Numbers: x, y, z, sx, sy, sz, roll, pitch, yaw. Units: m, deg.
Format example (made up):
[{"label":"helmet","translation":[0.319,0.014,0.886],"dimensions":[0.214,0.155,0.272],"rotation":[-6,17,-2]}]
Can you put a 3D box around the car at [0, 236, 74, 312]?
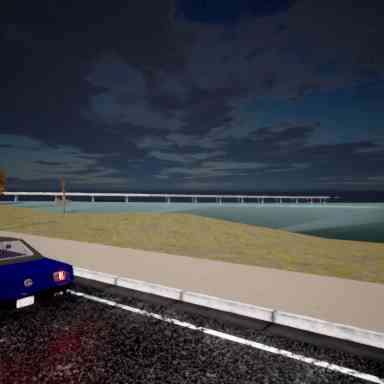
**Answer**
[{"label":"car","translation":[-4.669,1.601,7.006],"dimensions":[4.718,1.301,1.895],"rotation":[0,0,35]}]
